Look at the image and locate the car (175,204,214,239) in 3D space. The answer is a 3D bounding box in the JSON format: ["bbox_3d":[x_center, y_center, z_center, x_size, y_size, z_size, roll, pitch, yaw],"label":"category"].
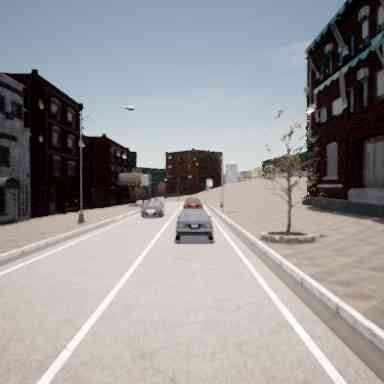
[{"bbox_3d":[0.103,1.545,17.179,2.033,1.411,5.357,0,0,0],"label":"car"}]

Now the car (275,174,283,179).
[{"bbox_3d":[22.495,-3.755,80.689,2.097,1.535,5.008,0,1,-4],"label":"car"}]

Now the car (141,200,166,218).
[{"bbox_3d":[-3.484,1.524,30.472,2.128,1.511,4.902,0,0,0],"label":"car"}]

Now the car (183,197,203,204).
[{"bbox_3d":[0.120,1.348,36.033,2.097,1.767,4.553,0,0,0],"label":"car"}]

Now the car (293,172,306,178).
[{"bbox_3d":[23.577,-3.521,69.492,2.163,1.488,4.792,0,1,-6],"label":"car"}]

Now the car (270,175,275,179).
[{"bbox_3d":[22.146,-3.815,86.226,2.002,1.452,4.674,0,1,-2],"label":"car"}]

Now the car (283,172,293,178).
[{"bbox_3d":[22.960,-3.780,75.183,2.185,1.767,4.553,0,1,-5],"label":"car"}]

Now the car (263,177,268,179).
[{"bbox_3d":[21.916,-3.951,91.768,2.231,1.521,4.892,0,1,-1],"label":"car"}]
